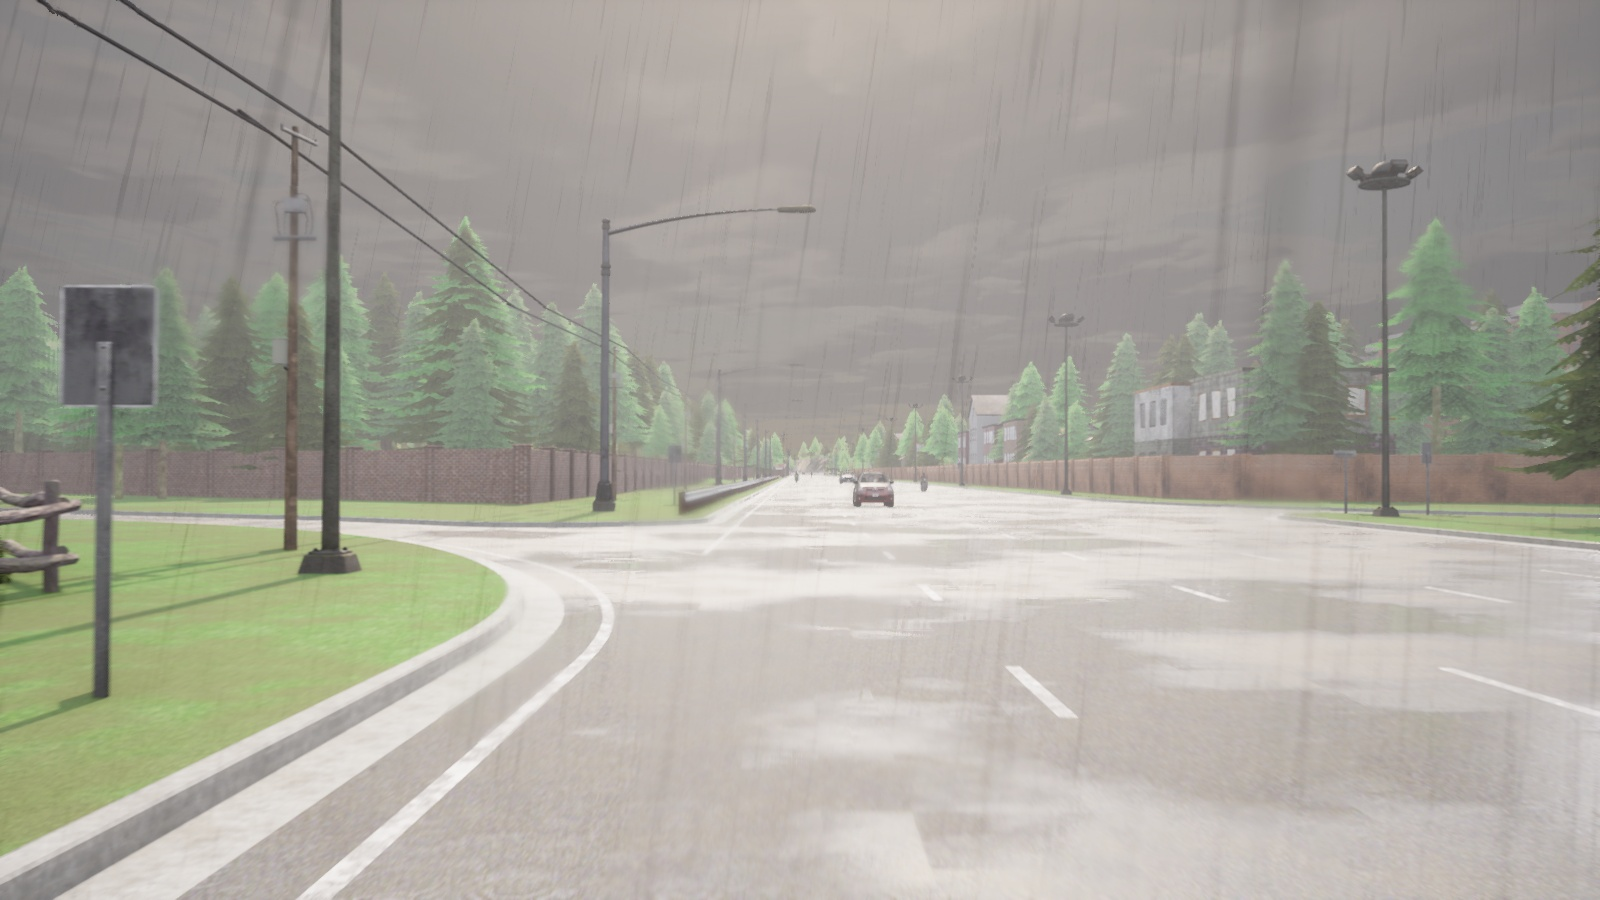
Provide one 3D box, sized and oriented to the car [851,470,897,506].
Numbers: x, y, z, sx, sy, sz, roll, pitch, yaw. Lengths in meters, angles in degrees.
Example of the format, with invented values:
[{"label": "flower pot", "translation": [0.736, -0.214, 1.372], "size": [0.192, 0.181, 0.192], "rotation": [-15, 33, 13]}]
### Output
[{"label": "car", "translation": [3.358, 1.713, 57.670], "size": [1.851, 1.617, 3.988], "rotation": [0, -1, 0]}]
